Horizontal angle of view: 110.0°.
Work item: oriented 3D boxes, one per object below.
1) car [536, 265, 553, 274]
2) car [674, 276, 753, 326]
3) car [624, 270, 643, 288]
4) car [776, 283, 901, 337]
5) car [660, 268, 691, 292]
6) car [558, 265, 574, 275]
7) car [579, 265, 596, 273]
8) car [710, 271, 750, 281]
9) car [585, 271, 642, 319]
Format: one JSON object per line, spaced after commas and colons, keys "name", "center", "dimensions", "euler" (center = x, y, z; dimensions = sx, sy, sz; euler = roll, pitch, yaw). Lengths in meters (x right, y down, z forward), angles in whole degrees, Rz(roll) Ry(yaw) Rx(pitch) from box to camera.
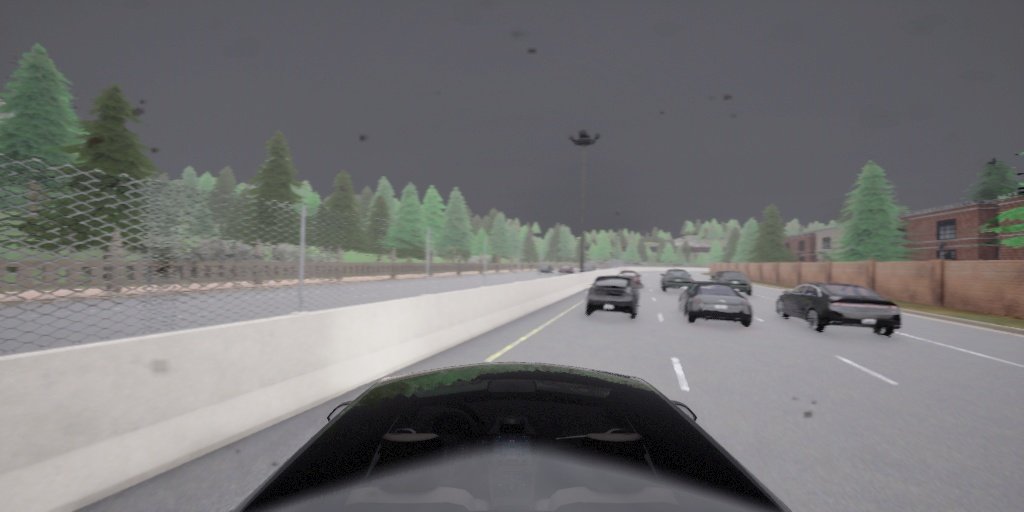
{"name": "car", "center": [5.486, 2.202, 59.666], "dimensions": [1.837, 1.490, 4.892], "euler": [1, 0, 20]}
{"name": "car", "center": [7.527, 1.671, 13.595], "dimensions": [1.994, 1.385, 4.181], "euler": [1, -1, 20]}
{"name": "car", "center": [9.499, 1.901, 29.319], "dimensions": [1.812, 1.442, 4.674], "euler": [1, -1, 20]}
{"name": "car", "center": [10.746, 1.660, 12.213], "dimensions": [2.128, 1.511, 4.902], "euler": [1, -1, 20]}
{"name": "car", "center": [12.530, 1.777, 27.423], "dimensions": [2.097, 1.767, 4.553], "euler": [1, -1, 20]}
{"name": "car", "center": [8.864, 2.249, 58.727], "dimensions": [1.882, 1.535, 5.008], "euler": [1, -1, 20]}
{"name": "car", "center": [12.145, 2.189, 57.513], "dimensions": [2.097, 1.767, 4.553], "euler": [1, -1, 20]}
{"name": "car", "center": [15.821, 1.844, 26.231], "dimensions": [2.097, 1.767, 4.553], "euler": [1, -1, 20]}
{"name": "car", "center": [4.177, 1.542, 14.627], "dimensions": [1.837, 1.490, 4.892], "euler": [1, 0, 20]}
